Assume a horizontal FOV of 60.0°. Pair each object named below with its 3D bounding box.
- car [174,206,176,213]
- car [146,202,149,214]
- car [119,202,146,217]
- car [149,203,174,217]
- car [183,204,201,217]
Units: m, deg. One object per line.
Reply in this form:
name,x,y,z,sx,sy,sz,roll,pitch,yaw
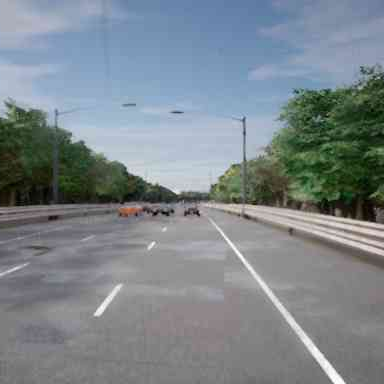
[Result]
car,-3.527,2.474,49.711,1.812,1.442,4.674,0,-2,0
car,-7.029,2.290,49.435,2.097,1.767,4.553,0,-2,0
car,-7.028,1.934,38.868,2.097,1.767,4.553,0,-2,0
car,-3.529,2.185,38.923,1.895,1.301,4.718,0,-2,0
car,-0.028,2.109,38.898,1.812,1.442,4.674,0,-2,0
